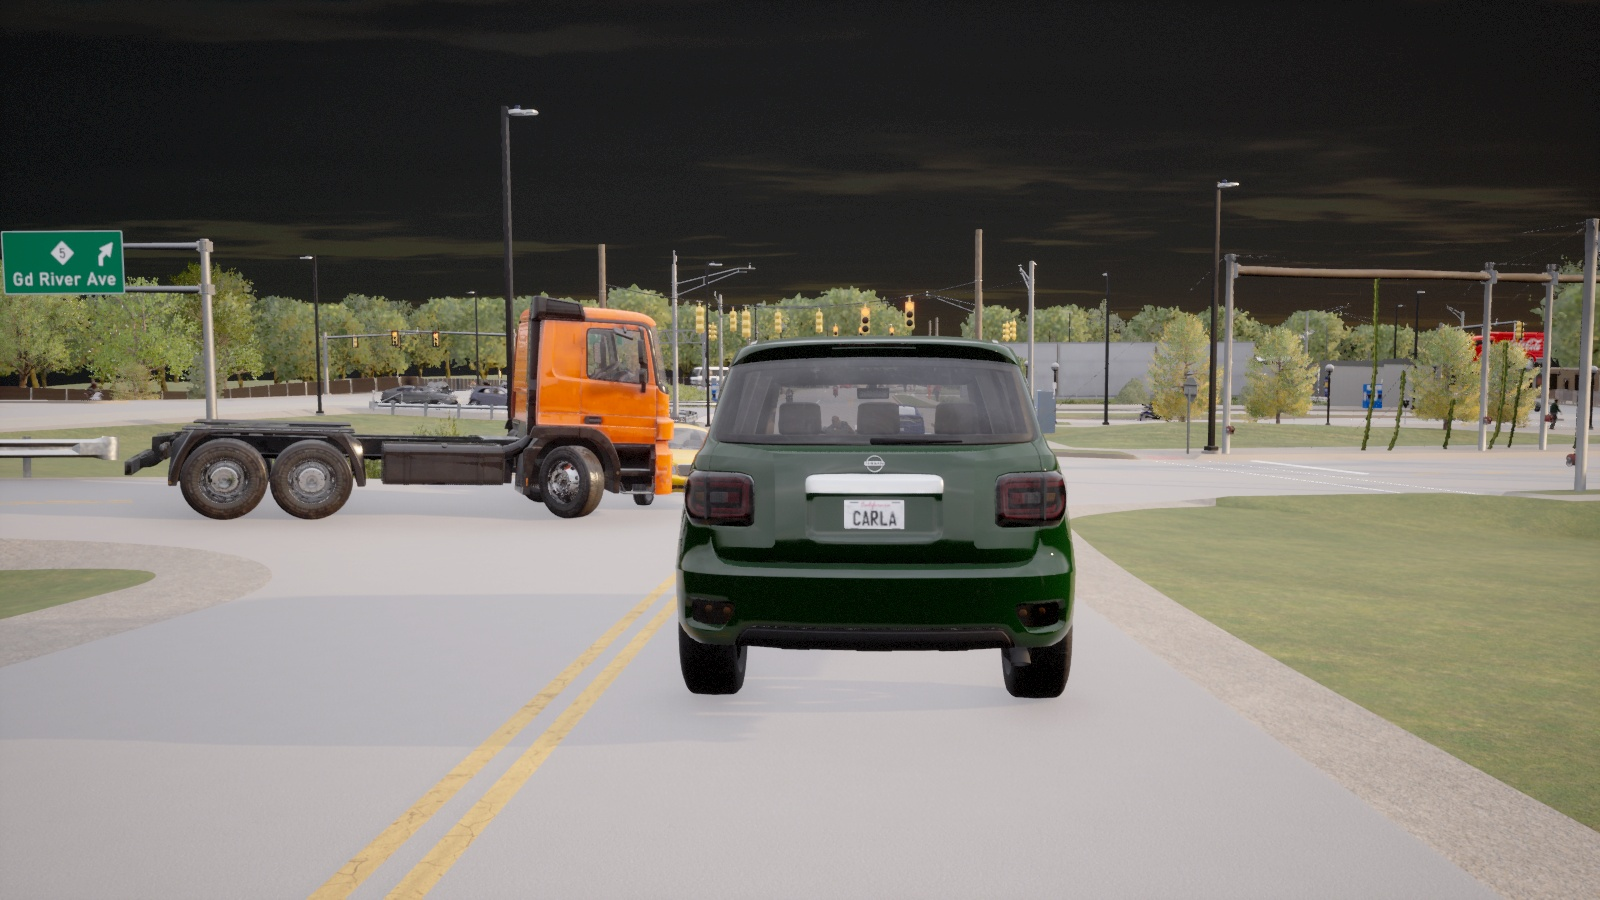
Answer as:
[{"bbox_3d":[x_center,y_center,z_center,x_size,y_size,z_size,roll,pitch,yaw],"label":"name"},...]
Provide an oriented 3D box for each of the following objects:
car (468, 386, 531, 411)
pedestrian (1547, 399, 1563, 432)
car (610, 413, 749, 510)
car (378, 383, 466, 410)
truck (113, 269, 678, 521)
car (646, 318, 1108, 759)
[{"bbox_3d":[-19.798,-3.410,82.760,3.633,1.501,1.845,2,3,3],"label":"car"},{"bbox_3d":[42.966,-1.983,71.433,0.614,1.847,0.353,0,5,3],"label":"pedestrian"},{"bbox_3d":[-2.447,0.130,24.071,1.801,1.575,5.366,2,1,-14],"label":"car"},{"bbox_3d":[-23.871,-3.393,79.414,4.902,1.511,2.128,2,3,2],"label":"car"},{"bbox_3d":[-6.236,-0.774,20.017,7.936,3.462,2.891,1,3,-21],"label":"truck"},{"bbox_3d":[0.505,0.363,8.656,2.150,2.045,5.566,0,1,3],"label":"car"}]
